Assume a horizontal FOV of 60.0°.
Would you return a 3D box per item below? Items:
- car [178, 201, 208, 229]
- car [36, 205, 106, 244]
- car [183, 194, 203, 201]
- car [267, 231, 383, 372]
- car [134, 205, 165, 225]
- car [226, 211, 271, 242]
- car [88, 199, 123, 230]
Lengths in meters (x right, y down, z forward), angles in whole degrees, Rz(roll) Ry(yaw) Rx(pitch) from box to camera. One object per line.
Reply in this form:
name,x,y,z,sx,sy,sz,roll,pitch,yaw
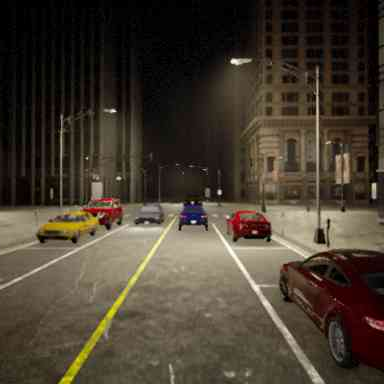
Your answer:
car,0.086,1.577,21.664,1.812,1.442,4.674,0,0,0
car,-5.854,1.560,16.210,1.752,1.417,4.829,0,0,0
car,0.105,1.282,38.610,2.150,2.045,5.566,0,0,0
car,2.673,1.591,5.460,1.802,1.307,4.206,0,0,0
car,-3.005,1.665,24.683,2.033,1.411,5.357,0,0,0
car,2.671,1.580,16.379,1.887,1.381,4.507,0,0,0
car,-5.854,1.367,21.840,2.192,1.841,5.009,0,0,0
